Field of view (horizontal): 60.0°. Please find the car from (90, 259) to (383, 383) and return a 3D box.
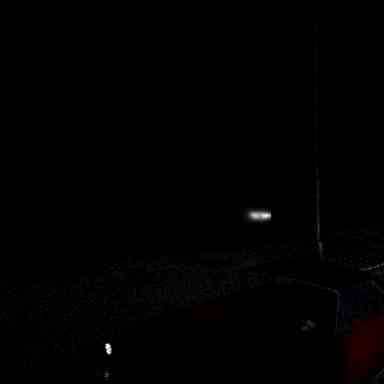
[{"bbox_3d":[1.251,1.661,4.206,4.718,1.301,1.895,0,-1,-41],"label":"car"}]
